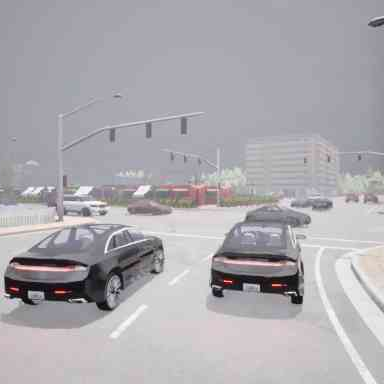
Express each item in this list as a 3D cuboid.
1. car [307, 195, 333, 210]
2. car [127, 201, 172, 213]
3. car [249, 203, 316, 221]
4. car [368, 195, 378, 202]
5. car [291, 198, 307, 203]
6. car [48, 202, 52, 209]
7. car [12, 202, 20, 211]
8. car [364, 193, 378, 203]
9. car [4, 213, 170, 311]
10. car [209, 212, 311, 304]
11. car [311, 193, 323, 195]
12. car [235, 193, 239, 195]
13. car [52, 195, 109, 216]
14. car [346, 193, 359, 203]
[{"bbox_3d":[16.483,1.491,41.891,2.128,1.511,4.902,0,0,32],"label":"car"},{"bbox_3d":[-4.202,1.580,32.494,4.674,1.442,1.812,0,0,26],"label":"car"},{"bbox_3d":[5.627,1.590,21.951,4.181,1.385,1.994,0,0,32],"label":"car"},{"bbox_3d":[42.163,1.524,77.348,1.812,1.442,4.674,0,0,31],"label":"car"},{"bbox_3d":[15.485,1.547,47.290,2.033,1.411,5.357,0,0,31],"label":"car"},{"bbox_3d":[-14.557,1.533,38.602,5.008,1.535,1.882,0,0,32],"label":"car"},{"bbox_3d":[-22.483,1.408,39.407,4.553,1.767,2.097,0,0,32],"label":"car"},{"bbox_3d":[36.645,1.225,68.314,2.150,2.045,5.566,0,0,31],"label":"car"},{"bbox_3d":[-2.071,1.492,7.862,2.128,1.511,4.902,0,0,12],"label":"car"},{"bbox_3d":[1.746,1.492,8.255,2.128,1.511,4.902,0,0,16],"label":"car"},{"bbox_3d":[21.106,1.221,56.454,2.150,2.045,5.566,0,0,31],"label":"car"},{"bbox_3d":[11.184,1.209,88.562,4.605,1.855,1.932,0,0,32],"label":"car"},{"bbox_3d":[-10.498,1.278,31.930,5.566,2.045,2.150,0,0,32],"label":"car"},{"bbox_3d":[34.690,1.225,71.828,2.150,2.045,5.566,0,0,31],"label":"car"}]
